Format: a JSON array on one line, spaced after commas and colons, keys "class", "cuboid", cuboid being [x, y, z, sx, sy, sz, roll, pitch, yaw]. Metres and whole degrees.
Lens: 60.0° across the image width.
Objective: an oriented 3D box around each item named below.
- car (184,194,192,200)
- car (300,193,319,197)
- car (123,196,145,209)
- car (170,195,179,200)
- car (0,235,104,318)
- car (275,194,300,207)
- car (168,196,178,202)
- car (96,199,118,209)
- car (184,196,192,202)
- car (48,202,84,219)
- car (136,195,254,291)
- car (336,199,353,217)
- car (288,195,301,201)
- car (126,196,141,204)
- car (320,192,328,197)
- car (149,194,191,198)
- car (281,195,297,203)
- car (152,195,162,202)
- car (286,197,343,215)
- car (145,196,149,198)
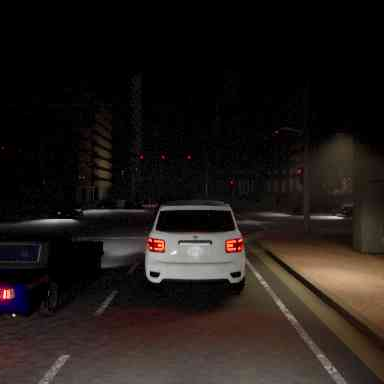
[{"class": "car", "cuboid": [-0.962, 1.303, 85.852, 1.882, 1.535, 5.008, 0, 0, 0]}, {"class": "car", "cuboid": [16.145, 1.156, 47.095, 1.905, 1.878, 3.866, 0, 0, 0]}, {"class": "car", "cuboid": [-7.884, 1.478, 44.392, 1.882, 1.535, 5.008, 0, 0, 0]}, {"class": "car", "cuboid": [-4.462, 1.378, 85.837, 1.994, 1.385, 4.181, 0, 0, 0]}, {"class": "car", "cuboid": [-3.417, 1.601, 7.376, 1.895, 1.301, 4.718, 0, 0, 1]}, {"class": "car", "cuboid": [13.251, 1.153, 47.147, 1.932, 1.855, 4.605, 0, 0, 0]}, {"class": "car", "cuboid": [-4.428, 1.550, 77.684, 1.994, 1.385, 4.181, 0, 0, 0]}, {"class": "car", "cuboid": [-11.384, 1.601, 44.517, 1.895, 1.301, 4.718, 0, 0, 0]}, {"class": "car", "cuboid": [-0.925, 1.549, 77.016, 1.994, 1.385, 4.181, 0, 0, 0]}, {"class": "car", "cuboid": [-10.961, 1.564, 29.168, 1.994, 1.385, 4.181, 0, 0, -3]}, {"class": "car", "cuboid": [0.096, 1.221, 9.126, 2.150, 2.045, 5.566, 0, 0, 1]}, {"class": "car", "cuboid": [15.459, 1.564, 29.382, 4.181, 1.385, 1.994, 0, 0, 1]}, {"class": "car", "cuboid": [24.596, 1.395, 79.670, 1.970, 1.475, 3.806, 0, 0, 0]}, {"class": "car", "cuboid": [-11.406, 1.547, 65.494, 2.033, 1.411, 5.357, 0, 0, 1]}, {"class": "car", "cuboid": [30.174, 1.153, 79.723, 1.932, 1.855, 4.605, 0, 0, 0]}, {"class": "car", "cuboid": [-0.447, 1.222, 27.484, 5.566, 2.045, 2.150, 0, 1, 29]}, {"class": "car", "cuboid": [18.839, 1.395, 64.564, 1.970, 1.475, 3.806, 0, 0, 0]}, {"class": "car", "cuboid": [-7.916, 1.499, 75.070, 1.837, 1.490, 4.892, 0, 0, 0]}, {"class": "car", "cuboid": [12.305, 1.505, 32.918, 4.892, 1.490, 1.837, 0, 0, 0]}, {"class": "car", "cuboid": [-7.923, 1.477, 59.821, 1.882, 1.535, 5.008, 0, 0, 0]}]
